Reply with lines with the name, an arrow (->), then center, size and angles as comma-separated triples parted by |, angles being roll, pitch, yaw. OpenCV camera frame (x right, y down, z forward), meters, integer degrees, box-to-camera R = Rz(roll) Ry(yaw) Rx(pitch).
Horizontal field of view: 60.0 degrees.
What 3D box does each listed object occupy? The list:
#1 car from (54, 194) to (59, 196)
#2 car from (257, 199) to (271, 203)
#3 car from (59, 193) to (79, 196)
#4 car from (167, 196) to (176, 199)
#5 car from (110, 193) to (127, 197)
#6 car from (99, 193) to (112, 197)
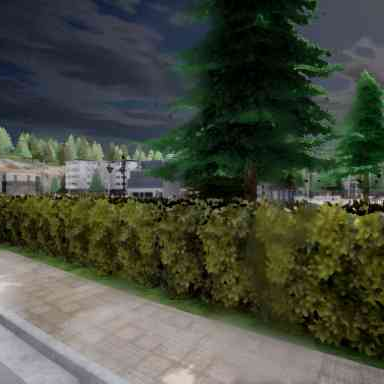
car -> -33.247, 1.232, 83.668 | 1.970, 1.475, 3.806 | 0, 0, 43
car -> 9.635, 1.352, 44.226 | 2.097, 1.767, 4.553 | 0, 0, 43
car -> -28.369, 1.153, 79.486 | 2.152, 1.636, 5.027 | 0, 0, 43
car -> -3.306, 1.374, 56.091 | 1.845, 1.501, 3.633 | 0, 0, 43
car -> -10.575, 1.384, 52.759 | 1.970, 1.475, 3.806 | 0, 0, 43
car -> -16.694, 1.097, 68.980 | 1.932, 1.855, 4.605 | 0, 0, 43
